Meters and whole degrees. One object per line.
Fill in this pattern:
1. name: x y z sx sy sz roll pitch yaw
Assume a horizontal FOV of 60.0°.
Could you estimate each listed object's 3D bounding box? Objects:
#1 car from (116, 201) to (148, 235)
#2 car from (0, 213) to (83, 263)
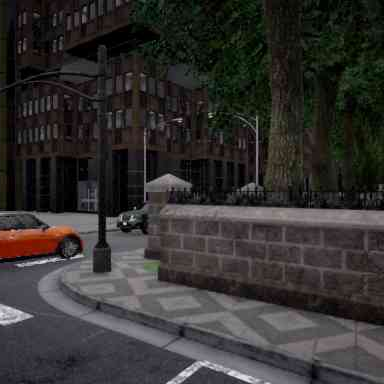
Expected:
1. car: -2.385 1.584 22.008 2.150 2.045 5.566 0 -1 35
2. car: -6.027 1.494 11.375 2.097 1.767 4.553 0 -1 35
